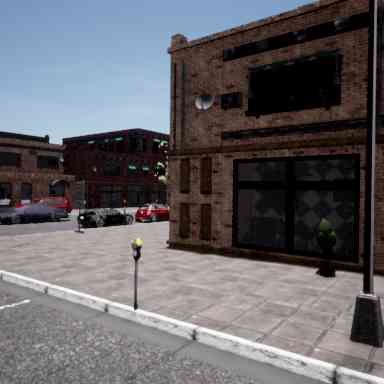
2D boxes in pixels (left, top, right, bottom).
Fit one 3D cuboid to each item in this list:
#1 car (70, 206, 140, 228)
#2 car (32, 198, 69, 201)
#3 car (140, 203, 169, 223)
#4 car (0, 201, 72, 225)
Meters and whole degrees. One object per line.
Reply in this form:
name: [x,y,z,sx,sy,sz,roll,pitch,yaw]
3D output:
car: [-6.213,1.797,24.172,1.947,1.339,4.313,0,0,36]
car: [-12.968,1.415,29.127,2.192,1.841,5.009,0,0,36]
car: [-2.931,1.724,28.647,1.967,1.590,4.097,0,0,36]
car: [-12.304,1.664,25.687,2.033,1.411,5.357,1,0,37]
